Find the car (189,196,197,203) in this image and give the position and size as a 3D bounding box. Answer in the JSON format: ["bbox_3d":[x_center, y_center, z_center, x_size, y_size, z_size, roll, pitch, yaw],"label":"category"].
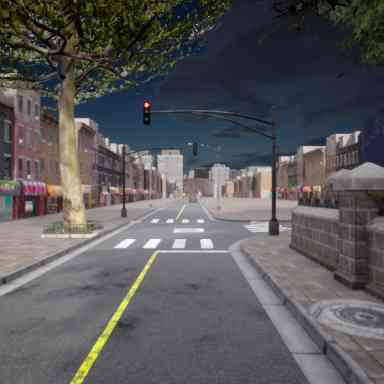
[{"bbox_3d":[0.224,1.661,73.596,2.128,1.511,4.902,0,0,0],"label":"car"}]
